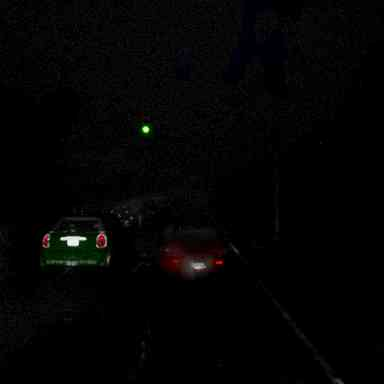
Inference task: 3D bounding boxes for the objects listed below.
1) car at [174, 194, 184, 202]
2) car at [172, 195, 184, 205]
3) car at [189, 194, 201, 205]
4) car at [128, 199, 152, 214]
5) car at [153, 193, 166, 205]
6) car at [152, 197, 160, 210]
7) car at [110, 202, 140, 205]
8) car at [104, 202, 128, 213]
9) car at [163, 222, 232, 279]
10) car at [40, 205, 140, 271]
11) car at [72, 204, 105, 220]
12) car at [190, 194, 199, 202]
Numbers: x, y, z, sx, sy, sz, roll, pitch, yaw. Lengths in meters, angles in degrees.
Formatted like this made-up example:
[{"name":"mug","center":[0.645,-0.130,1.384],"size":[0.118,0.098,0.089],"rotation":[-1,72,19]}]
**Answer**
[{"name":"car","center":[-2.937,1.343,75.170],"size":[2.128,1.511,4.902],"rotation":[0,2,0]},{"name":"car","center":[-2.919,1.705,65.055],"size":[1.882,1.535,5.008],"rotation":[0,2,1]},{"name":"car","center":[0.583,1.568,65.298],"size":[2.097,1.767,4.553],"rotation":[0,2,0]},{"name":"car","center":[-6.800,1.965,42.766],"size":[2.128,1.511,4.902],"rotation":[0,-1,0]},{"name":"car","center":[-6.517,1.380,66.742],"size":[2.150,2.045,5.566],"rotation":[0,3,1]},{"name":"car","center":[-6.710,2.057,52.856],"size":[1.837,1.490,4.892],"rotation":[0,0,0]},{"name":"car","center":[-6.876,1.974,33.605],"size":[1.895,1.301,4.718],"rotation":[0,-1,0]},{"name":"car","center":[-10.278,2.052,45.482],"size":[2.033,1.411,5.357],"rotation":[0,-1,1]},{"name":"car","center":[0.153,1.641,10.329],"size":[1.812,1.442,4.674],"rotation":[0,-1,0]},{"name":"car","center":[-3.342,1.480,11.511],"size":[2.097,1.767,4.553],"rotation":[0,-1,0]},{"name":"car","center":[-10.384,1.975,33.764],"size":[1.895,1.301,4.718],"rotation":[0,-1,1]},{"name":"car","center":[0.566,1.308,75.380],"size":[1.837,1.490,4.892],"rotation":[0,2,0]}]
